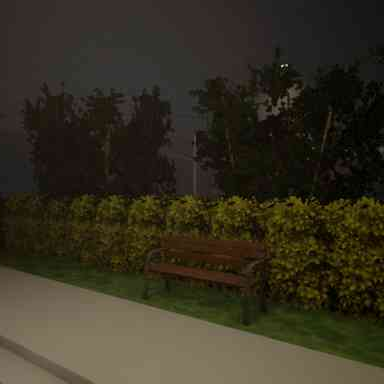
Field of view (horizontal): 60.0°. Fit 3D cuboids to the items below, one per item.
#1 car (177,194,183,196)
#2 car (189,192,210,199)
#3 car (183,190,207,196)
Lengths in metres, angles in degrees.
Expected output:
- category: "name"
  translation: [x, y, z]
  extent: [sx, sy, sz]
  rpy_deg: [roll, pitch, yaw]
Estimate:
- category: "car"
  translation: [-4.374, 0.808, 61.697]
  extent: [2.097, 1.767, 4.553]
  rpy_deg: [0, 2, 35]
- category: "car"
  translation: [1.585, 0.707, 70.110]
  extent: [1.882, 1.535, 5.008]
  rpy_deg: [0, 1, 35]
- category: "car"
  translation: [0.217, 0.598, 62.155]
  extent: [2.150, 2.045, 5.566]
  rpy_deg: [0, 1, 35]
